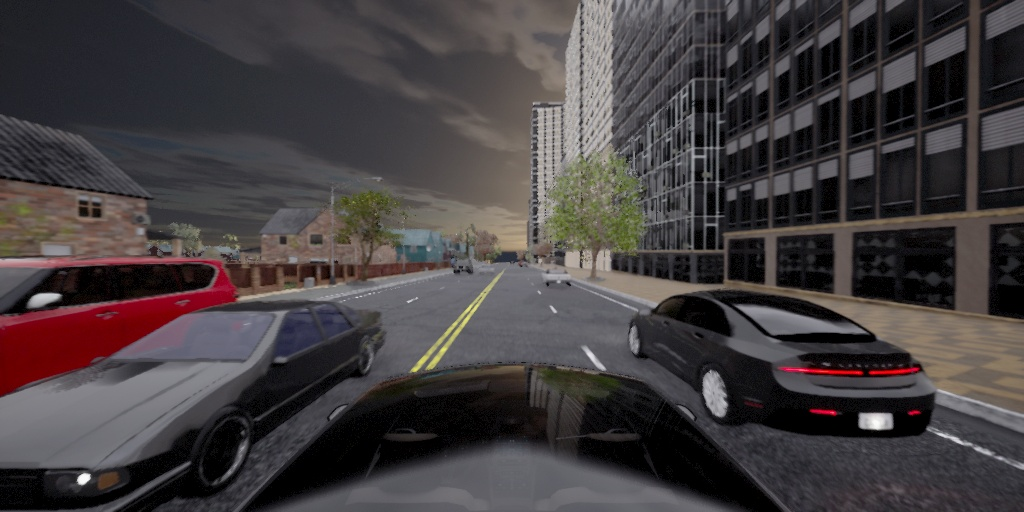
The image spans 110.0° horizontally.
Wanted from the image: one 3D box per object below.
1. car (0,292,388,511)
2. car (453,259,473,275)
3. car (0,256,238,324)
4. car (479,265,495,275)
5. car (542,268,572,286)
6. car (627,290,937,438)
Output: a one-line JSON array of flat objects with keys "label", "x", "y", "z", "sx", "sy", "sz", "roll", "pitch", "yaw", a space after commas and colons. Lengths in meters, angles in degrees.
[{"label": "car", "x": -3.347, "y": 1.327, "z": 4.745, "sx": 2.033, "sy": 1.411, "sz": 5.357, "roll": 0, "pitch": -1, "yaw": 0}, {"label": "car", "x": -6.516, "y": 1.459, "z": 48.566, "sx": 2.150, "sy": 2.045, "sz": 5.566, "roll": 0, "pitch": -1, "yaw": 1}, {"label": "car", "x": -6.598, "y": 1.004, "z": 5.037, "sx": 2.150, "sy": 2.045, "sz": 5.566, "roll": 0, "pitch": -1, "yaw": 0}, {"label": "car", "x": -3.280, "y": 1.822, "z": 47.002, "sx": 1.895, "sy": 1.301, "sz": 4.718, "roll": 0, "pitch": -1, "yaw": 0}, {"label": "car", "x": 3.374, "y": 1.613, "z": 27.999, "sx": 1.895, "sy": 1.301, "sz": 4.718, "roll": 0, "pitch": -1, "yaw": 0}, {"label": "car", "x": 3.352, "y": 1.293, "z": 5.727, "sx": 1.837, "sy": 1.490, "sz": 4.892, "roll": 0, "pitch": 0, "yaw": 0}]
